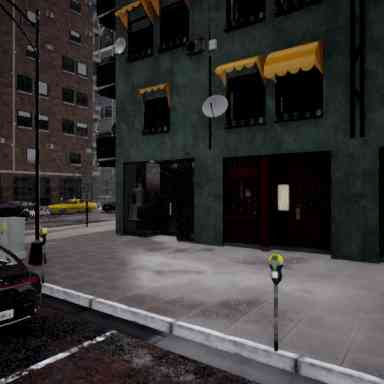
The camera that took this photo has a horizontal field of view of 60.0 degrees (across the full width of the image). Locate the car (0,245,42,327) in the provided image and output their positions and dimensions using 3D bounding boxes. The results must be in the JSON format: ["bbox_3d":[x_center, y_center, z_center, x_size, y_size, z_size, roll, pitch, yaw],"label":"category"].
[{"bbox_3d":[-4.487,1.551,6.065,4.403,1.369,2.008,0,0,35],"label":"car"}]

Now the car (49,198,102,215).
[{"bbox_3d":[-10.982,1.249,30.495,1.752,1.417,4.829,1,1,35],"label":"car"}]

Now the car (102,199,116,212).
[{"bbox_3d":[-6.686,1.236,32.148,1.994,1.385,4.181,0,1,35],"label":"car"}]

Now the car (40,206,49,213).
[{"bbox_3d":[-14.067,1.350,26.067,2.008,1.369,4.403,1,1,35],"label":"car"}]

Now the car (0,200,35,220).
[{"bbox_3d":[-13.462,1.395,22.763,1.994,1.385,4.181,0,1,38],"label":"car"}]
